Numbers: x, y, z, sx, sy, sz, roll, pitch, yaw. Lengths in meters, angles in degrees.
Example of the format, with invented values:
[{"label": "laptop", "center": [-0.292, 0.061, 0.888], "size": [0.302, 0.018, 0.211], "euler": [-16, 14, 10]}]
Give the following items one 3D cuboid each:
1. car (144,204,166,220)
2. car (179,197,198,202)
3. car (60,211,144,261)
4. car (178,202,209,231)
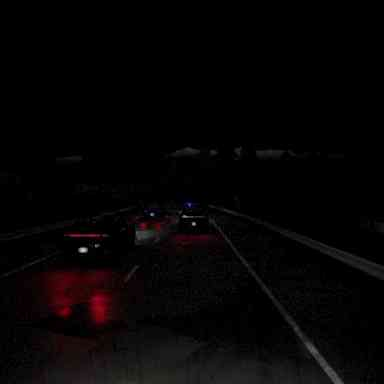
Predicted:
[{"label": "car", "center": [-3.506, 1.803, 31.132], "size": [1.812, 1.442, 4.674], "euler": [0, -1, -1]}, {"label": "car", "center": [-0.417, 1.582, 40.567], "size": [2.150, 2.045, 5.566], "euler": [0, -1, -3]}, {"label": "car", "center": [-3.390, 1.606, 12.781], "size": [2.128, 1.511, 4.902], "euler": [0, -1, 0]}, {"label": "car", "center": [0.112, 1.690, 22.028], "size": [2.128, 1.511, 4.902], "euler": [0, 0, 0]}]
